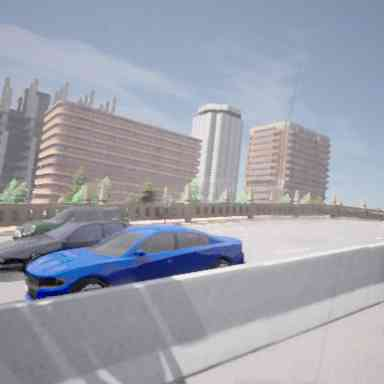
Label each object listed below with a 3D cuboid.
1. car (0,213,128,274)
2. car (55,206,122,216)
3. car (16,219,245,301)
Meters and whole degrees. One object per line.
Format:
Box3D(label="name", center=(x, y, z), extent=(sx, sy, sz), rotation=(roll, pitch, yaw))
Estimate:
Box3D(label="car", center=(-3.166, 1.575, 10.332), extent=(5.357, 1.411, 2.033), rotation=(1, 0, -35))
Box3D(label="car", center=(-4.701, 1.384, 13.536), extent=(4.553, 1.767, 2.097), rotation=(0, 0, -35))
Box3D(label="car", center=(-1.004, 1.507, 7.574), extent=(5.008, 1.535, 1.882), rotation=(0, 0, -35))
